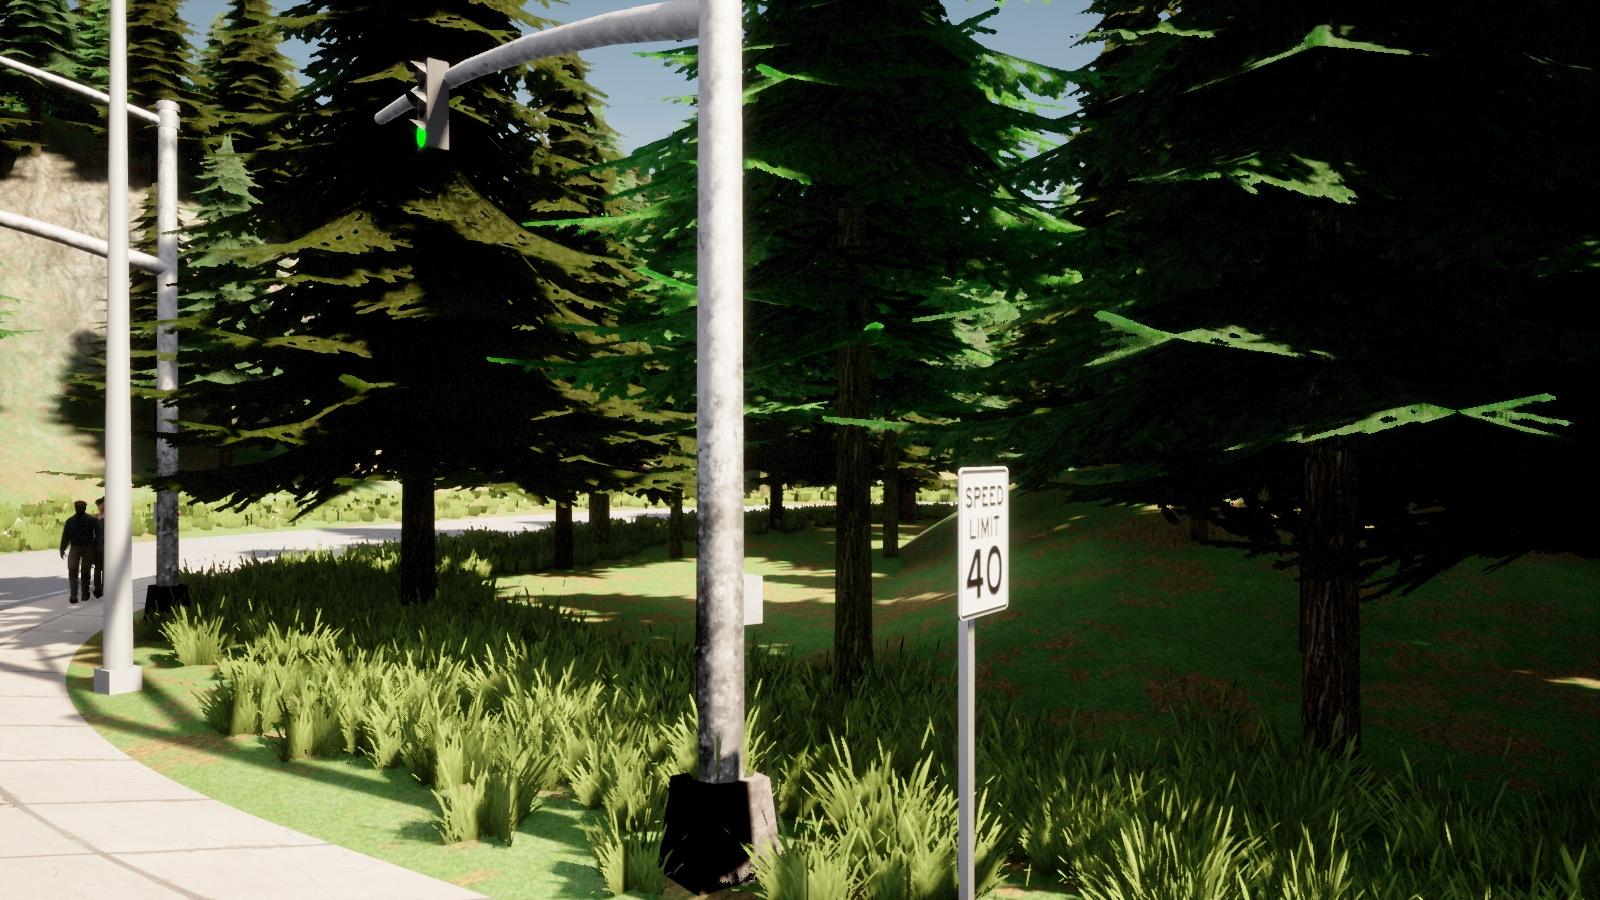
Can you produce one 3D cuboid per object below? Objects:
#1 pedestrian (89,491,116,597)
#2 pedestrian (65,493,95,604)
[{"bbox_3d":[-12.440,1.668,20.387,0.375,1.860,0.375,0,0,-25],"label":"pedestrian"},{"bbox_3d":[-12.335,1.668,19.579,0.375,1.860,0.375,0,0,-21],"label":"pedestrian"}]
